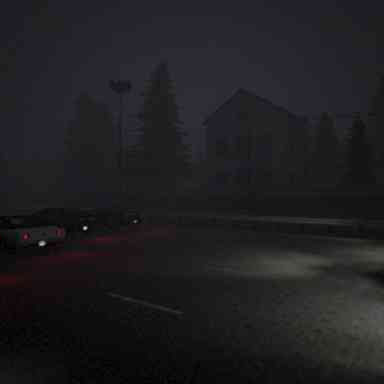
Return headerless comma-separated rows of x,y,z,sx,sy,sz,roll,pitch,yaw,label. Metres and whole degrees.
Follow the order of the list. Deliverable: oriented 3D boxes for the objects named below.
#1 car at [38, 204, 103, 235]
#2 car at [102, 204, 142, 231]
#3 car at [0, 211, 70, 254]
-7.216,1.507,17.739,4.892,1.490,1.837,0,0,36,car
-5.246,1.494,20.635,4.902,1.511,2.128,0,0,36,car
-7.310,1.602,13.507,4.718,1.301,1.895,0,0,36,car
